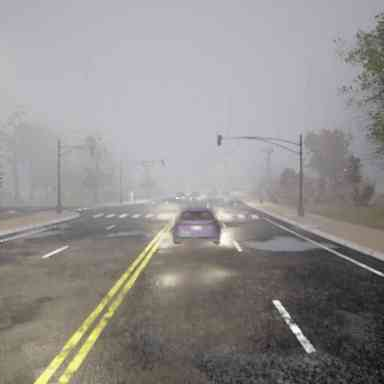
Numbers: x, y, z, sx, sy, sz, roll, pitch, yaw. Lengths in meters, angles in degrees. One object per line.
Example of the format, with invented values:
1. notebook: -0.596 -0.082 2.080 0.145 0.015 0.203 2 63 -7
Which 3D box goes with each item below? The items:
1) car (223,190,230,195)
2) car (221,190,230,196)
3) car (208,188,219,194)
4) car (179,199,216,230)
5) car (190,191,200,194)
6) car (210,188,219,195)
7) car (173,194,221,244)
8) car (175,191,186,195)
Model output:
1. car: 9.632 0.121 93.726 1.837 1.490 4.892 0 1 8
2. car: 8.326 0.394 83.519 1.895 1.301 4.718 0 1 7
3. car: 5.142 0.340 84.266 1.994 1.385 4.181 0 1 7
4. car: 0.385 1.223 19.659 1.882 1.535 5.008 0 -1 2
5. car: 0.745 0.426 74.376 1.882 1.535 5.008 0 1 6
6. car: 6.415 -0.161 94.180 2.150 2.045 5.566 0 1 8
7. car: 0.214 1.240 14.766 2.033 1.649 4.856 0 4 1
8. car: -2.481 0.494 74.781 1.994 1.385 4.181 0 1 6
